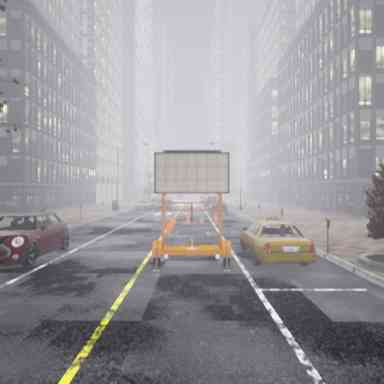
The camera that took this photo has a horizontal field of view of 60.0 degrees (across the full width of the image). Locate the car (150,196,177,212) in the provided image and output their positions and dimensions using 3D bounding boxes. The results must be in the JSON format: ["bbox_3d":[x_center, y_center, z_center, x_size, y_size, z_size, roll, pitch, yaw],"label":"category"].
[{"bbox_3d":[-3.112,1.517,37.756,2.033,1.411,5.357,0,0,0],"label":"car"}]

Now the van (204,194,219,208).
[{"bbox_3d":[2.674,1.308,39.623,1.690,1.788,3.998,0,0,0],"label":"van"}]

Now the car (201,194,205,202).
[{"bbox_3d":[2.674,1.402,45.317,1.967,1.590,4.097,0,0,0],"label":"car"}]

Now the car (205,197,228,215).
[{"bbox_3d":[2.677,1.539,33.931,1.947,1.339,4.313,0,0,0],"label":"car"}]

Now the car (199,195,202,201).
[{"bbox_3d":[2.670,1.526,62.392,1.802,1.307,4.206,0,0,0],"label":"car"}]

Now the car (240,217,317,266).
[{"bbox_3d":[2.683,1.517,11.334,1.752,1.417,4.829,0,0,0],"label":"car"}]

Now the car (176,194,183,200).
[{"bbox_3d":[-3.022,1.191,79.044,1.837,1.490,4.892,0,0,0],"label":"car"}]

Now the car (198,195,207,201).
[{"bbox_3d":[2.664,1.465,85.162,2.008,1.369,4.403,0,0,0],"label":"car"}]

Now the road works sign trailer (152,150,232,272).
[{"bbox_3d":[-0.004,0.457,10.741,2.380,3.560,2.880,0,0,0],"label":"road works sign trailer"}]

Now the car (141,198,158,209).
[{"bbox_3d":[-5.706,1.544,45.329,1.802,1.307,4.206,0,0,0],"label":"car"}]

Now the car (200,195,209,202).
[{"bbox_3d":[2.667,1.475,73.777,1.887,1.381,4.507,0,0,0],"label":"car"}]

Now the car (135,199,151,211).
[{"bbox_3d":[-5.705,1.493,39.466,1.752,1.417,4.829,0,0,0],"label":"car"}]

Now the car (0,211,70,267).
[{"bbox_3d":[-5.698,1.432,11.177,1.967,1.590,4.097,0,0,0],"label":"car"}]
